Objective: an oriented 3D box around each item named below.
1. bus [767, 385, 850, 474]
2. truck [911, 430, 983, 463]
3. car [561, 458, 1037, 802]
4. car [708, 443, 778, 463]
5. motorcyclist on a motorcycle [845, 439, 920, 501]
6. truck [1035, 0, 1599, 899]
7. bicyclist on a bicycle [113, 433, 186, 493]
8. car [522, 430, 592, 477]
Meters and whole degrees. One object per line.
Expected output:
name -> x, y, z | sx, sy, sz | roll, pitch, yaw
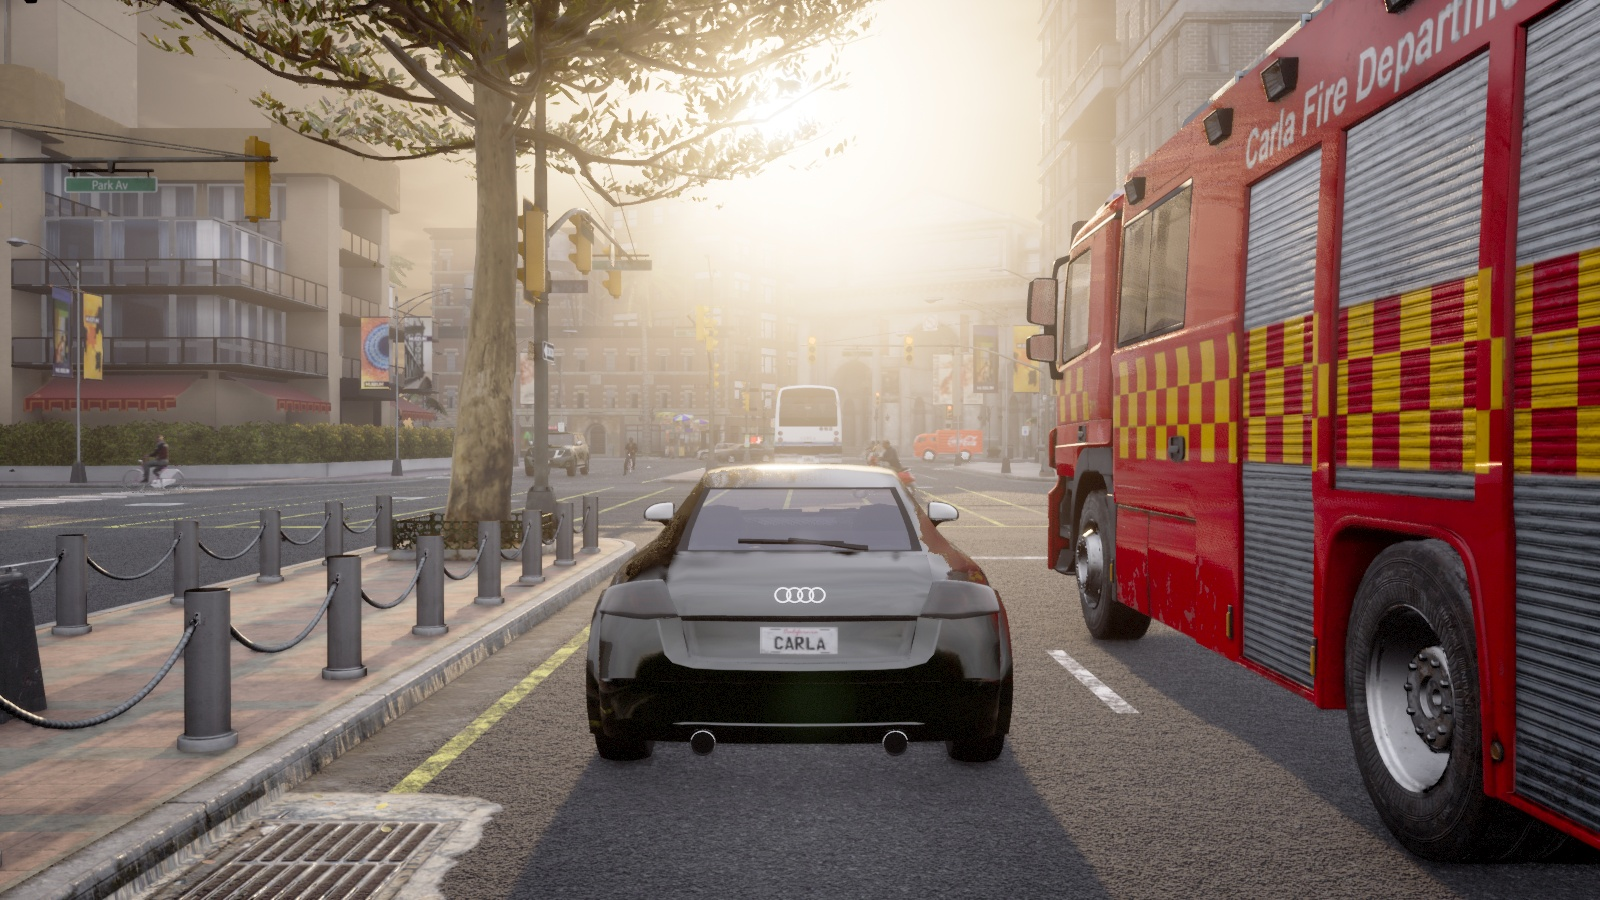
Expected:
bus -> 0.433, -0.997, 65.120 | 3.944, 4.253, 10.273 | 0, 0, 0
truck -> 11.169, -0.274, 95.701 | 5.204, 2.467, 2.627 | 0, 0, 1
car -> 0.005, 0.769, 7.352 | 1.994, 1.385, 4.181 | 0, 0, 0
car -> -4.245, 0.221, 93.386 | 4.892, 1.490, 1.837 | 0, 0, -28
motorcyclist on a motorcycle -> 2.186, 0.514, 33.335 | 1.817, 1.590, 0.866 | 0, 1, -13
truck -> 3.562, -0.456, 7.201 | 2.891, 3.827, 8.468 | 0, 0, 0
bicyclist on a bicycle -> -19.515, 0.388, 37.712 | 1.843, 1.776, 0.659 | 0, 0, 0
car -> -11.115, 0.130, 57.873 | 2.150, 2.045, 5.566 | 0, 0, 0
